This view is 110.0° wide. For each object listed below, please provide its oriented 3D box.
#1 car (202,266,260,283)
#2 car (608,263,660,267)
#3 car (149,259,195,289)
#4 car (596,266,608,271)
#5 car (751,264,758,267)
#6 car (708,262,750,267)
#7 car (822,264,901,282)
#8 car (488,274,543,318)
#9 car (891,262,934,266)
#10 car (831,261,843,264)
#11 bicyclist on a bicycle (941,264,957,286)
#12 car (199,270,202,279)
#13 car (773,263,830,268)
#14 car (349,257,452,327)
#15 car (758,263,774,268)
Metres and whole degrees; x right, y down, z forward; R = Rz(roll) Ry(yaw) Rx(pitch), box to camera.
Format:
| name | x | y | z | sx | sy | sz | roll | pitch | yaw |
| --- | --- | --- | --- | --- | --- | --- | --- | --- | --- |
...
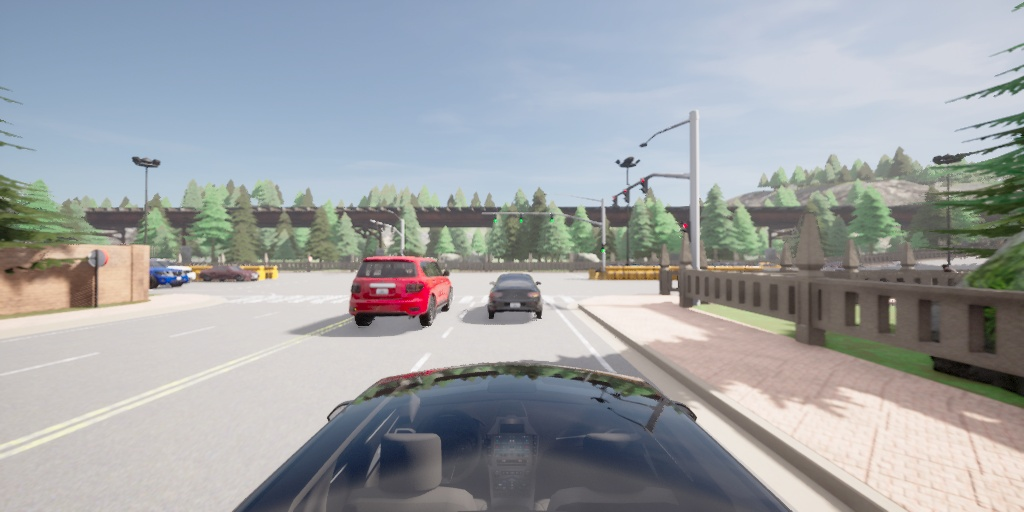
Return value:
| name | x | y | z | sx | sy | sz | roll | pitch | yaw |
| --- | --- | --- | --- | --- | --- | --- | --- | --- | --- |
| car | -24.890 | 1.561 | 31.622 | 4.674 | 1.442 | 1.812 | 0 | -1 | 0 |
| car | 13.428 | 1.582 | 38.632 | 5.008 | 1.535 | 1.882 | 0 | -1 | 0 |
| car | -25.648 | 1.190 | 24.624 | 5.566 | 2.045 | 2.150 | 0 | -1 | -1 |
| car | 13.158 | 1.663 | 45.633 | 4.902 | 1.511 | 2.128 | 0 | -1 | 0 |
| car | 25.555 | 1.491 | 42.084 | 4.553 | 1.767 | 2.097 | 0 | -1 | 0 |
| car | 22.449 | 1.457 | 38.594 | 4.553 | 1.767 | 2.097 | 0 | -1 | 0 |
| car | 26.816 | 1.550 | 27.877 | 5.357 | 1.411 | 2.033 | 0 | -1 | 0 |
| car | 0.123 | 1.388 | 13.432 | 1.812 | 1.442 | 4.674 | 0 | -1 | 1 |
| car | 42.069 | 1.330 | 38.548 | 5.357 | 1.411 | 2.033 | -3 | -1 | 0 |
| car | 35.705 | 1.531 | 42.065 | 5.008 | 1.535 | 1.882 | -1 | -1 | 0 |
| bicyclist on a bicycle | 20.265 | 1.195 | 16.617 | 0.582 | 1.620 | 1.656 | 0 | -1 | 0 |
| car | -28.267 | 1.223 | 28.142 | 5.566 | 2.045 | 2.150 | 0 | -1 | 0 |
| car | 31.437 | 1.692 | 38.570 | 4.718 | 1.301 | 1.895 | 0 | -1 | 0 |
| car | -3.437 | 1.067 | 12.082 | 2.150 | 2.045 | 5.566 | 0 | -1 | -1 |
| car | 31.765 | 1.632 | 45.569 | 5.008 | 1.535 | 1.882 | -1 | -1 | 0 |
